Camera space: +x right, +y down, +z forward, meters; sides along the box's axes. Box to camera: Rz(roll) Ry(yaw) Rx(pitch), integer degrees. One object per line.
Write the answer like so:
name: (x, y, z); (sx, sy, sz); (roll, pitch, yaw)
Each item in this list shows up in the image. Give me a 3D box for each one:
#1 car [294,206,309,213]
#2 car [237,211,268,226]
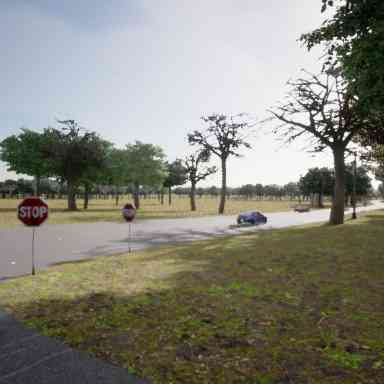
car: (23.193, 3.627, 70.155); (1.882, 1.535, 5.008); (1, -1, 36)
car: (6.301, 2.702, 34.729); (1.812, 1.442, 4.674); (1, -1, 36)
